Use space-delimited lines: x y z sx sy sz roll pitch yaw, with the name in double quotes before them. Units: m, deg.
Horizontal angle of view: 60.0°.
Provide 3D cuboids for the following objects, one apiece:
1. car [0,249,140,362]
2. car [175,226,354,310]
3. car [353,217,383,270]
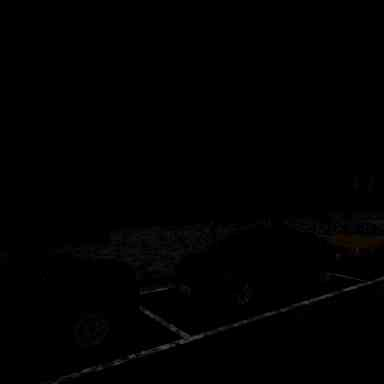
"car" -2.932 1.545 4.555 4.507 1.381 1.887 0 0 -36
"car" 1.650 1.566 7.837 4.313 1.339 1.947 0 0 -36
"car" 6.094 1.527 11.021 4.829 1.417 1.752 0 0 -36
